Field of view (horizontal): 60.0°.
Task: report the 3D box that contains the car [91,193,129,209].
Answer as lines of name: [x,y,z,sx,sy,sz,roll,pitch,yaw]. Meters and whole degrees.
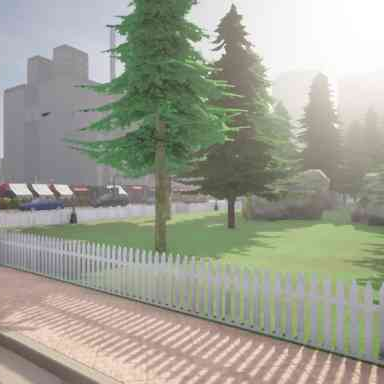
car: [-11.092,1.209,45.533,2.150,2.045,5.566,0,0,34]

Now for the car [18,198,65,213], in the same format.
car: [-16.738,1.466,37.172,1.882,1.535,5.008,0,0,34]

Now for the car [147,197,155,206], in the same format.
car: [-5.305,1.340,54.038,2.097,1.767,4.553,0,0,34]

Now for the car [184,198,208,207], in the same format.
car: [0.794,1.591,50.283,1.895,1.301,4.718,0,0,34]
